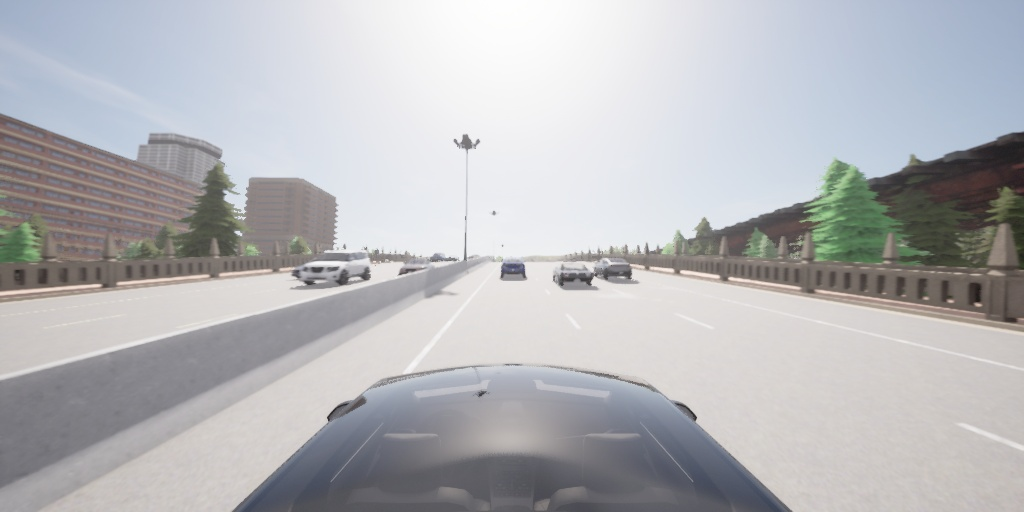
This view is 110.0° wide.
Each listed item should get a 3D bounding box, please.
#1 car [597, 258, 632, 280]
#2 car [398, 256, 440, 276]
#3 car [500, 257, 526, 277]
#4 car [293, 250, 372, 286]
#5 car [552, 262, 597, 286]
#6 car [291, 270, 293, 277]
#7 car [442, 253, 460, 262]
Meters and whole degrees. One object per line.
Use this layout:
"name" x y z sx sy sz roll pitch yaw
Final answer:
"car" 7.084 0.868 25.688 2.128 1.511 4.902 0 1 0
"car" -7.096 0.914 27.161 1.994 1.385 4.181 0 1 0
"car" 0.087 0.811 28.250 1.882 1.535 5.008 0 1 0
"car" -10.601 0.652 22.155 2.150 2.045 5.566 0 1 0
"car" 3.574 1.040 21.868 1.895 1.301 4.718 0 1 0
"car" -14.099 0.903 26.801 2.033 1.411 5.357 0 1 0
"car" -10.523 0.507 63.765 1.895 1.301 4.718 0 -1 0
